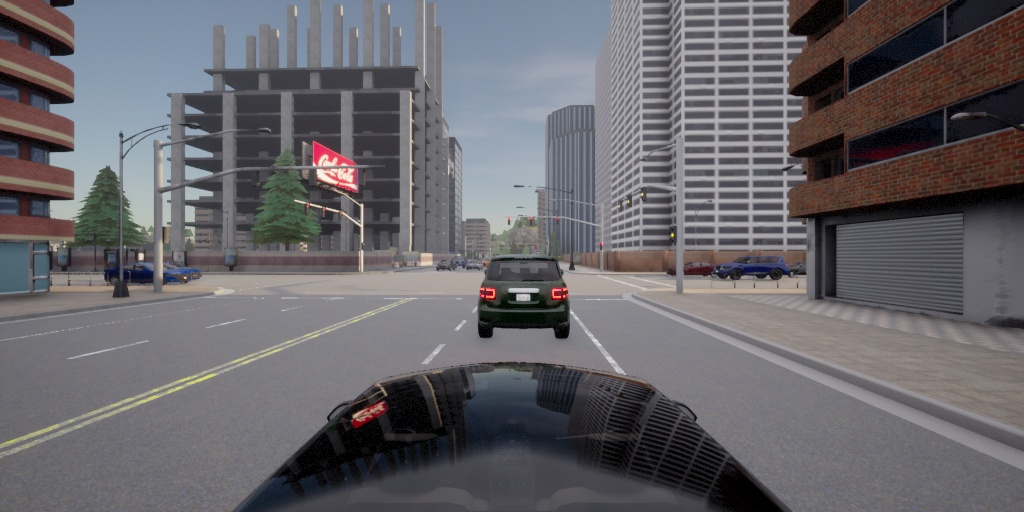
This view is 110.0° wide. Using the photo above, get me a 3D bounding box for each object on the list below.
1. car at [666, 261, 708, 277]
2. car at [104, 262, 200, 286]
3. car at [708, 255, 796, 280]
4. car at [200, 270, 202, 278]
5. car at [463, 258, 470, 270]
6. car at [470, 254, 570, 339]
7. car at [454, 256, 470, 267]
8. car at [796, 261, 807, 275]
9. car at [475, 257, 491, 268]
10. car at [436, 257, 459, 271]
[{"bbox_3d":[17.308,1.228,34.055,5.008,1.535,1.882,0,0,2],"label":"car"},{"bbox_3d":[-24.964,1.228,24.726,5.008,1.535,1.882,0,0,2],"label":"car"},{"bbox_3d":[20.224,0.971,30.462,5.566,2.045,2.150,0,0,2],"label":"car"},{"bbox_3d":[-27.384,1.228,28.307,5.008,1.535,1.882,1,0,2],"label":"car"},{"bbox_3d":[-5.279,1.351,51.143,1.895,1.301,4.718,0,0,2],"label":"car"},{"bbox_3d":[0.338,0.971,10.267,2.150,2.045,5.566,0,0,2],"label":"car"},{"bbox_3d":[-8.501,0.971,58.355,2.150,2.045,5.566,0,0,1],"label":"car"},{"bbox_3d":[27.238,1.241,33.722,4.902,1.511,2.128,0,0,2],"label":"car"},{"bbox_3d":[-4.875,1.102,61.243,2.097,1.767,4.553,0,0,2],"label":"car"},{"bbox_3d":[-8.883,1.255,48.507,1.837,1.490,4.892,0,0,2],"label":"car"}]
